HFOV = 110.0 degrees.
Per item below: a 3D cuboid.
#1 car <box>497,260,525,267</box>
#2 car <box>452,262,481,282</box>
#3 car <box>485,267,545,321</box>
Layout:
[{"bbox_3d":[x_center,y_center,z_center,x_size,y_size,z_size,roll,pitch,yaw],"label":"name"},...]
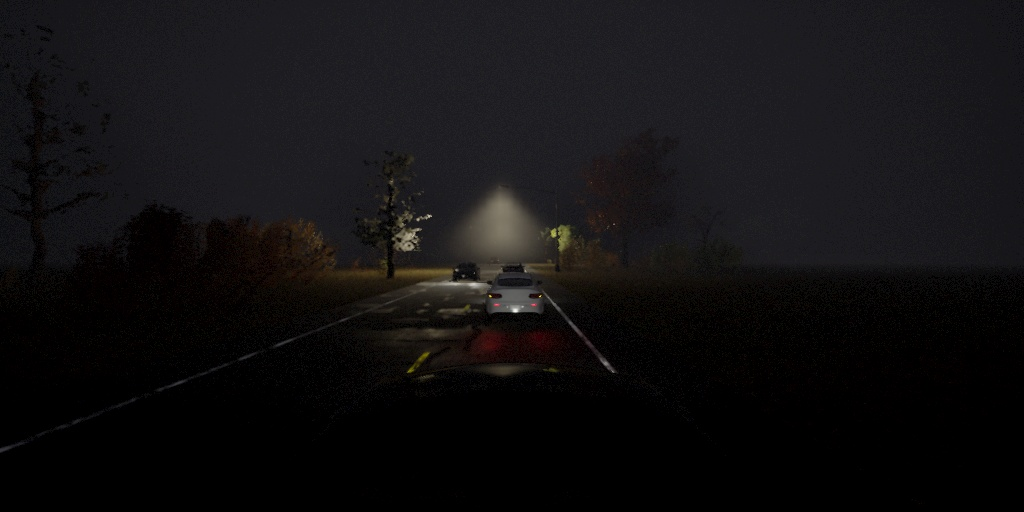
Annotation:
[{"bbox_3d":[0.095,1.235,30.256,2.128,1.511,4.902,0,0,0],"label":"car"},{"bbox_3d":[-3.602,1.249,28.903,1.837,1.490,4.892,0,0,0],"label":"car"},{"bbox_3d":[0.097,1.275,12.346,1.812,1.442,4.674,0,0,0],"label":"car"}]
